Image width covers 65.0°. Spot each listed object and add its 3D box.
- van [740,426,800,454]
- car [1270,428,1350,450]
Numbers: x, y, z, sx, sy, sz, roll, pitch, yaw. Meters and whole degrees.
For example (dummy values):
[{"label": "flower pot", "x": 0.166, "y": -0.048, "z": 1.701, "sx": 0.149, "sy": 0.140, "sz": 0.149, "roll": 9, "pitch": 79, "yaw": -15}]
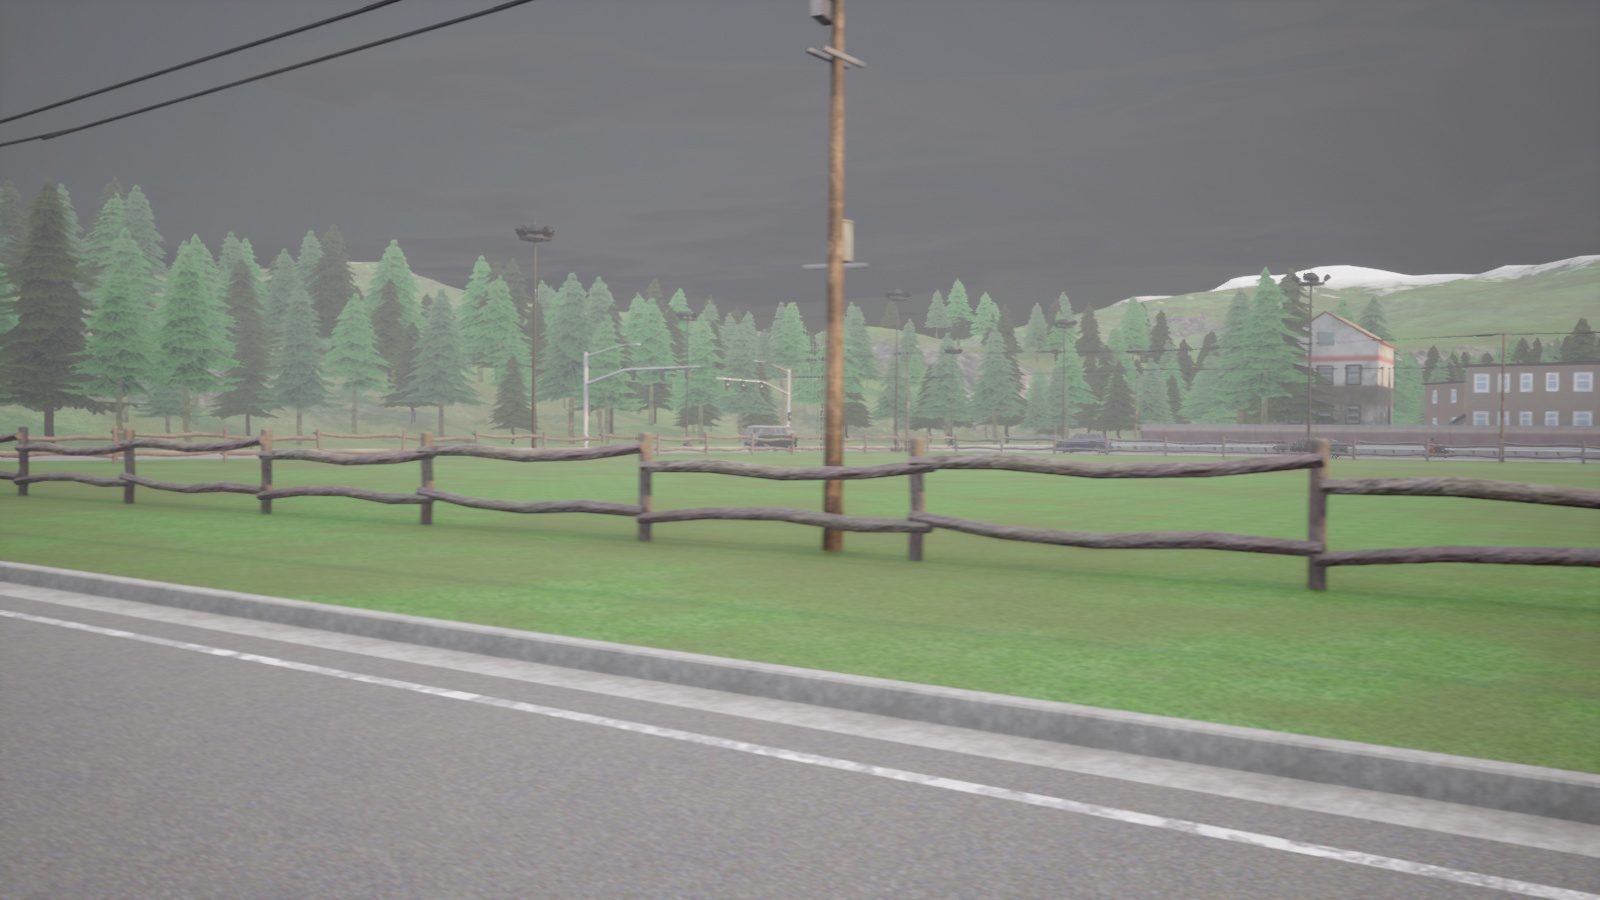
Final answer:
[{"label": "van", "x": -2.163, "y": -0.756, "z": 90.740, "sx": 1.775, "sy": 1.987, "sz": 4.442, "roll": 0, "pitch": 1, "yaw": 42}, {"label": "car", "x": 35.616, "y": -0.792, "z": 87.780, "sx": 4.892, "sy": 1.490, "sz": 1.837, "roll": 0, "pitch": 1, "yaw": 34}]
